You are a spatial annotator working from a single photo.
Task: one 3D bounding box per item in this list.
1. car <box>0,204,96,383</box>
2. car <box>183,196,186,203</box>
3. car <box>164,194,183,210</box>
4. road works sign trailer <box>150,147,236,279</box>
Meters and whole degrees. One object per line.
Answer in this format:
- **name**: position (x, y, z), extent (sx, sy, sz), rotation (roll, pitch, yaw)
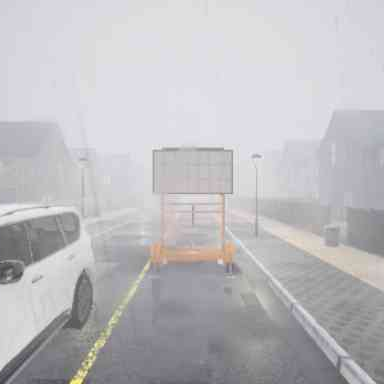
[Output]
- **car**: position (-2.843, 1.221, 3.997), extent (2.150, 2.045, 5.566), rotation (0, 0, 0)
- **car**: position (-2.570, 1.757, 83.185), extent (2.097, 1.767, 4.553), rotation (0, -1, 0)
- **car**: position (-2.748, 1.334, 46.286), extent (2.150, 2.045, 5.566), rotation (0, 0, 0)
- **road works sign trailer**: position (0.027, 0.466, 10.071), extent (2.380, 3.560, 2.880), rotation (0, 0, 1)
